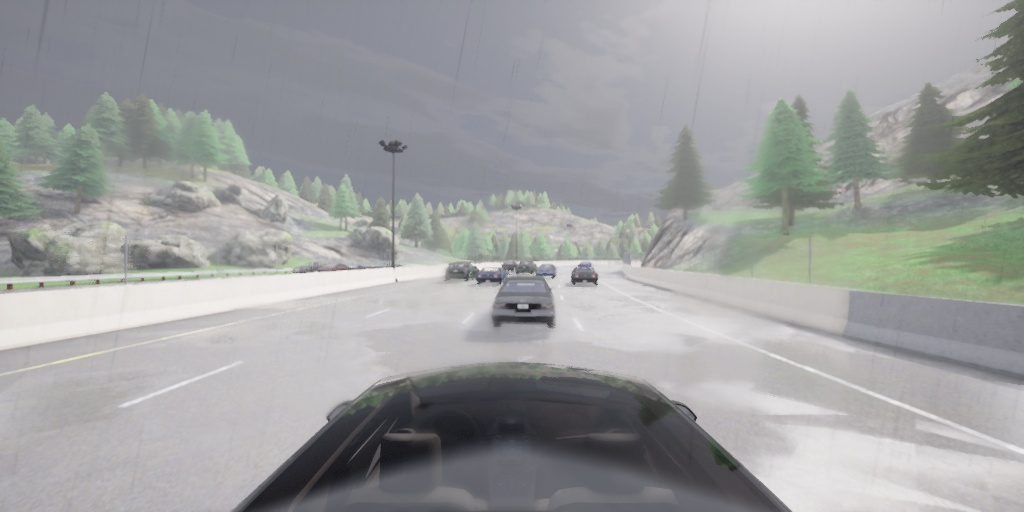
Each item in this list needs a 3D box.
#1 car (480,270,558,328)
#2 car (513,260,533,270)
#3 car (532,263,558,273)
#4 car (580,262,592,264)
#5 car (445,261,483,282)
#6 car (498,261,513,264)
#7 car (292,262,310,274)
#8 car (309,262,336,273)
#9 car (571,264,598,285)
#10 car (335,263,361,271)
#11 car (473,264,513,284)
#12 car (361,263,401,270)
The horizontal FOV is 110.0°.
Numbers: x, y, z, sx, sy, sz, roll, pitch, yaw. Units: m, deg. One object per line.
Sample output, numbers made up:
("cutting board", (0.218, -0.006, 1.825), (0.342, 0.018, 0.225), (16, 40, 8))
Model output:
("car", (0.446, 1.363, 11.723), (2.033, 1.411, 5.357), (0, 0, 4))
("car", (2.004, 1.391, 45.718), (2.097, 1.767, 4.553), (0, 0, 13))
("car", (3.688, 1.531, 37.302), (2.033, 1.411, 5.357), (0, 0, 11))
("car", (10.497, 1.549, 50.601), (1.882, 1.535, 5.008), (0, -1, 16))
("car", (-4.332, 1.300, 32.030), (2.097, 1.767, 4.553), (0, 0, 9))
("car", (-0.157, 1.553, 51.458), (1.882, 1.535, 5.008), (0, -1, 15))
("car", (-23.870, 1.506, 42.933), (2.128, 1.511, 4.902), (0, 0, 12))
("car", (-20.606, 1.531, 41.428), (1.812, 1.442, 4.674), (0, 0, 11))
("car", (5.661, 1.525, 28.286), (1.895, 1.301, 4.718), (0, 0, 9))
("car", (-17.250, 1.601, 40.466), (1.895, 1.301, 4.718), (0, 0, 11))
("car", (-1.412, 1.524, 28.243), (1.895, 1.301, 4.718), (0, 0, 8))
("car", (-13.878, 1.485, 39.355), (2.128, 1.511, 4.902), (0, 0, 11))
